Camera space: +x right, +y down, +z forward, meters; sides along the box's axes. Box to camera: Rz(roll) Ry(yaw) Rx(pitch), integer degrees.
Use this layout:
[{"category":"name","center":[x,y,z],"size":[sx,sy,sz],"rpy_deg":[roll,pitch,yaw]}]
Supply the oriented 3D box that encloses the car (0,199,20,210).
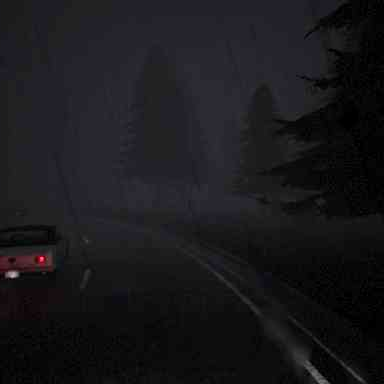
[{"category":"car","center":[-26.711,1.846,48.573],"size":[1.812,1.442,4.674],"rpy_deg":[0,0,-42]}]

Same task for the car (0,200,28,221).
[{"category":"car","center":[-16.115,1.672,29.544],"size":[1.882,1.535,5.008],"rpy_deg":[0,-1,-40]}]

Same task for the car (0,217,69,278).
[{"category":"car","center":[-4.816,1.662,9.990],"size":[1.895,1.301,4.718],"rpy_deg":[0,0,-15]}]
